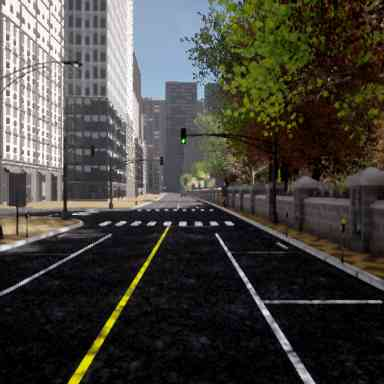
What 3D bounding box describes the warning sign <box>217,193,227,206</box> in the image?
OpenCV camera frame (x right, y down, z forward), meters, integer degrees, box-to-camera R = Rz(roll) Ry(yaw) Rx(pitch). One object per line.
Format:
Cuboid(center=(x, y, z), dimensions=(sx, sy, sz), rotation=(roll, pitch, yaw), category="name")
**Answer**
Cuboid(center=(4.332, 1.085, 48.214), dimensions=(1.300, 1.860, 1.060), rotation=(0, 0, -1), category="warning sign")
